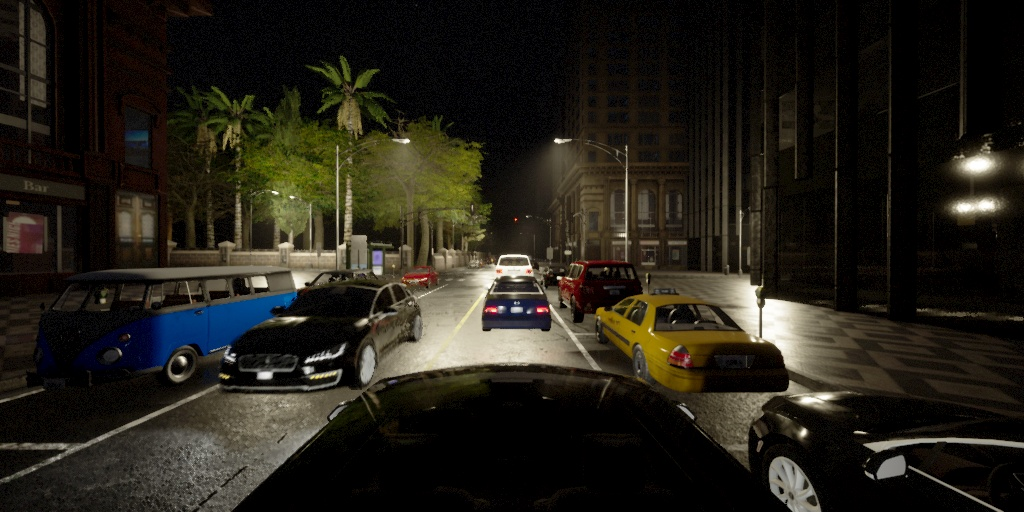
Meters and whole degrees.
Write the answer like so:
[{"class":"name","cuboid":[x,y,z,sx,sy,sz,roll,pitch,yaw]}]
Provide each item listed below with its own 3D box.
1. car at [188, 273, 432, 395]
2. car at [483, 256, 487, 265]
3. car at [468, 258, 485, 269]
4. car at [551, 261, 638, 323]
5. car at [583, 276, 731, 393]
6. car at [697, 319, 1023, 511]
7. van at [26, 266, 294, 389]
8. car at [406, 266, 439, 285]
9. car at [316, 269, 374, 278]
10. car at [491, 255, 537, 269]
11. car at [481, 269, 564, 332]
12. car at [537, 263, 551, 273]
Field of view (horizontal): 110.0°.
[{"class":"car","cuboid":[-3.092,1.254,6.926,1.837,1.490,4.892,0,0,0]},{"class":"car","cuboid":[-5.737,1.148,60.168,1.967,1.591,4.097,0,0,0]},{"class":"car","cuboid":[-5.739,1.265,54.748,2.007,1.370,4.403,0,0,0]},{"class":"car","cuboid":[2.767,1.061,12.016,2.192,1.841,5.009,0,0,0]},{"class":"car","cuboid":[2.764,1.274,6.761,1.751,1.417,4.829,0,0,0]},{"class":"car","cuboid":[2.762,1.301,1.165,2.007,1.370,4.403,0,0,0]},{"class":"van","cuboid":[-5.761,1.089,6.609,1.690,1.789,3.998,0,0,0]},{"class":"car","cuboid":[-5.754,1.323,22.888,1.802,1.307,4.207,0,0,0]},{"class":"car","cuboid":[-5.759,1.186,12.036,1.967,1.591,4.097,0,0,0]},{"class":"car","cuboid":[0.109,0.964,21.408,2.150,2.045,5.566,0,0,0]},{"class":"car","cuboid":[0.106,1.294,10.837,2.033,1.411,5.357,0,0,0]},{"class":"car","cuboid":[2.772,1.306,22.867,1.948,1.339,4.313,0,0,0]}]
